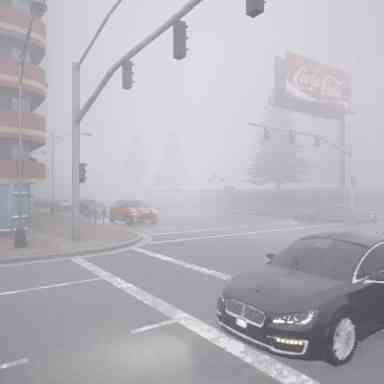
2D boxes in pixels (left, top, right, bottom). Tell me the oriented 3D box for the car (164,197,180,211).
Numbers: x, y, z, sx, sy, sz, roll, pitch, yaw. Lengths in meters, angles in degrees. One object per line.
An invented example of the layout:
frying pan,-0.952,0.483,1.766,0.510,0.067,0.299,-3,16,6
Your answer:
car,-3.424,1.352,40.990,2.097,1.767,4.553,0,0,-36

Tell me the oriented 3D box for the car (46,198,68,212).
car,-15.278,1.478,39.136,1.882,1.535,5.008,0,0,-36

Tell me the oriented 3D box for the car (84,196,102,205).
car,-18.338,1.526,61.583,1.812,1.442,4.674,0,0,-36

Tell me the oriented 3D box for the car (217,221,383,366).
car,2.639,1.504,5.887,4.892,1.490,1.837,0,0,-36

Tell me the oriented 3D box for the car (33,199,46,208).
car,-21.215,1.601,47.397,1.895,1.301,4.718,0,0,-35

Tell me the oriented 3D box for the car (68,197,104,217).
car,-9.610,1.491,31.292,2.128,1.511,4.902,0,0,-36

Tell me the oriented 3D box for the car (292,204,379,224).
car,9.740,1.547,22.847,5.357,1.411,2.033,0,0,39

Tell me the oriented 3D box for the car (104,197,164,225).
car,-4.274,1.352,23.925,2.097,1.767,4.553,0,0,-36
